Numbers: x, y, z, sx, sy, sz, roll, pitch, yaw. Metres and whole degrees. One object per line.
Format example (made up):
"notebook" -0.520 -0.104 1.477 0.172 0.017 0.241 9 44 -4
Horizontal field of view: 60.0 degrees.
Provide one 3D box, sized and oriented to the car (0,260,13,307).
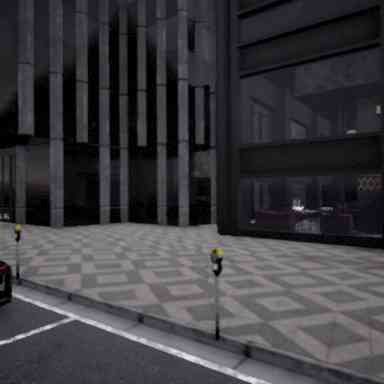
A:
"car" -5.255 1.559 6.607 4.313 1.339 1.947 0 0 36
